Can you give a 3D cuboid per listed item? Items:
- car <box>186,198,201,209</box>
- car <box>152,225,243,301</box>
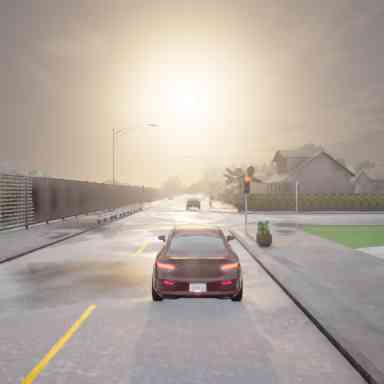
[{"bbox_3d":[0.186,1.505,44.113,1.837,1.490,4.892,0,0,0],"label":"car"},{"bbox_3d":[0.109,1.526,8.177,1.812,1.442,4.674,0,0,0],"label":"car"}]
